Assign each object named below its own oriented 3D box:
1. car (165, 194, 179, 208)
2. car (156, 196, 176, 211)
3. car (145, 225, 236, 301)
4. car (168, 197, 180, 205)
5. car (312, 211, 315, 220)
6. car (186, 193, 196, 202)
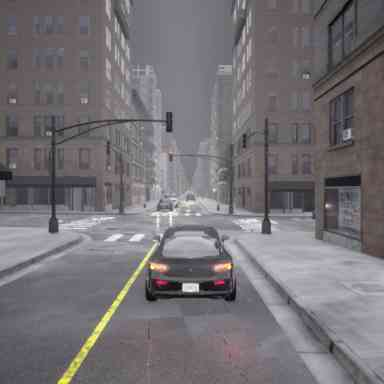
[{"bbox_3d":[-3.285,1.294,50.854,2.150,2.045,5.566,0,0,0],"label":"car"},{"bbox_3d":[-3.264,1.557,40.800,1.837,1.490,4.892,0,0,-2],"label":"car"},{"bbox_3d":[-0.024,1.527,8.196,1.812,1.442,4.674,0,0,0],"label":"car"},{"bbox_3d":[-3.293,1.641,61.433,2.033,1.411,5.357,0,0,0],"label":"car"},{"bbox_3d":[12.257,1.722,26.824,5.008,1.535,1.882,1,0,-1],"label":"car"},{"bbox_3d":[-0.306,1.360,81.732,2.150,2.045,5.566,0,0,0],"label":"car"}]
